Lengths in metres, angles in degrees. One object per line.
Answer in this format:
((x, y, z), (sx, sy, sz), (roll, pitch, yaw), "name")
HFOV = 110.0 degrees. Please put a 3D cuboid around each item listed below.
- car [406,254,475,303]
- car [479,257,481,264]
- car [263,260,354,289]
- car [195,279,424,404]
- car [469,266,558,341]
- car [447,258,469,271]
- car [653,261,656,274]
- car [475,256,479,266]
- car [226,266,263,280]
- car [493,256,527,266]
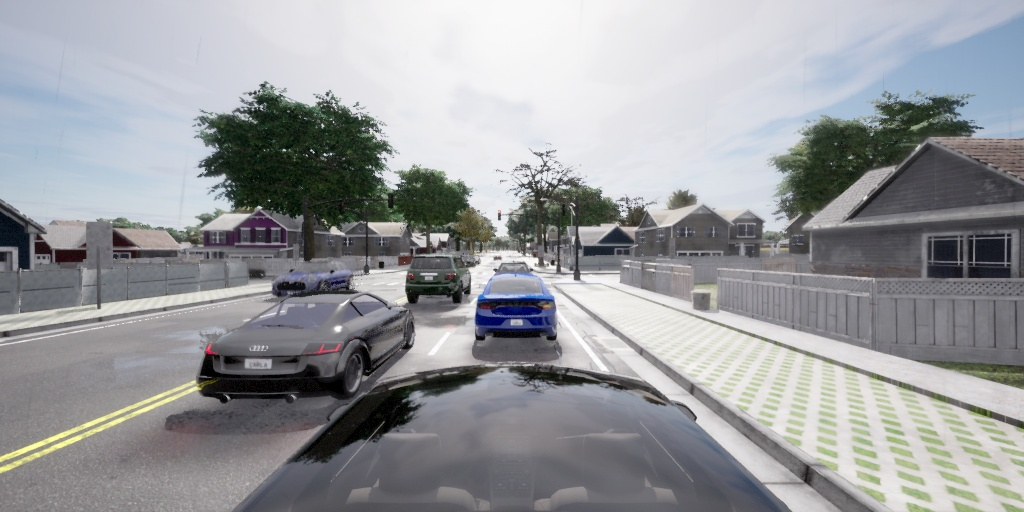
((-3.173, 0.927, 16.351), (2.150, 2.045, 5.566), (0, 0, 0), "car")
((-6.652, 0.728, 64.518), (2.033, 1.411, 5.357), (0, 1, 0), "car")
((-9.807, 1.046, 18.065), (2.097, 1.767, 4.553), (0, 0, -1), "car")
((-3.157, 1.308, 6.470), (1.994, 1.385, 4.181), (0, 0, 0), "car")
((0.088, 1.213, 9.887), (1.882, 1.535, 5.008), (0, 0, 0), "car")
((-6.663, 1.011, 44.800), (2.033, 1.411, 5.357), (0, 1, 0), "car")
((12.675, 1.095, 32.532), (4.718, 1.301, 1.895), (0, 1, 1), "car")
((-6.661, 0.715, 54.238), (2.097, 1.767, 4.553), (0, 1, 0), "car")
((-22.774, 1.268, 29.219), (5.008, 1.535, 1.882), (0, 1, 3), "car")
((0.074, 1.041, 18.842), (2.097, 1.767, 4.553), (0, 0, 0), "car")
